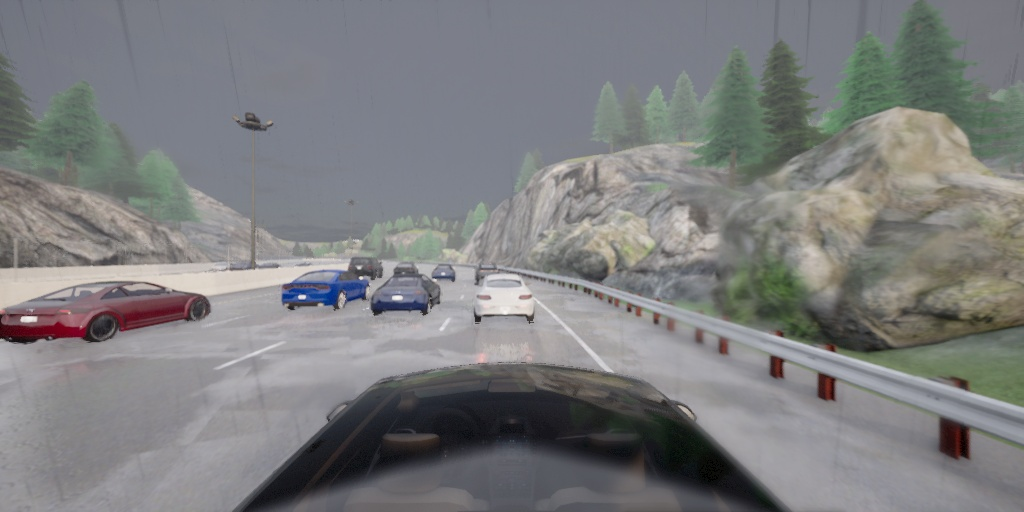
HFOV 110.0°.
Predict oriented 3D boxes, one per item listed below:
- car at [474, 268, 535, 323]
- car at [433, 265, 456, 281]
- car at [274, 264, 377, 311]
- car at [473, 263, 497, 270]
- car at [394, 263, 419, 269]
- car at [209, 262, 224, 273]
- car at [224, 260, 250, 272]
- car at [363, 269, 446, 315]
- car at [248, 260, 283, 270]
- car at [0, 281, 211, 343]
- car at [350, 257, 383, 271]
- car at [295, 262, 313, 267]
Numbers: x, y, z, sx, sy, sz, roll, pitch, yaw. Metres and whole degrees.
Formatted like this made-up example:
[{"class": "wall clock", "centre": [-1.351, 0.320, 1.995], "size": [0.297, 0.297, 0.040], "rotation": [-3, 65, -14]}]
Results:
[{"class": "car", "centre": [-0.319, 1.317, 12.240], "size": [1.812, 1.442, 4.674], "rotation": [0, 0, -3]}, {"class": "car", "centre": [-5.911, 1.441, 31.237], "size": [1.994, 1.385, 4.181], "rotation": [0, 0, -9]}, {"class": "car", "centre": [-7.511, 1.295, 15.013], "size": [1.882, 1.535, 5.008], "rotation": [0, 0, -4]}, {"class": "car", "centre": [-2.081, 1.352, 29.336], "size": [2.128, 1.511, 4.902], "rotation": [0, 0, -8]}, {"class": "car", "centre": [-9.817, 1.371, 33.376], "size": [1.882, 1.535, 5.008], "rotation": [0, 0, -10]}, {"class": "car", "centre": [-38.476, 1.539, 47.966], "size": [1.812, 1.442, 4.674], "rotation": [0, 0, -16]}, {"class": "car", "centre": [-34.409, 1.349, 46.267], "size": [2.097, 1.767, 4.553], "rotation": [0, 0, -15]}, {"class": "car", "centre": [-3.944, 1.370, 13.932], "size": [1.994, 1.385, 4.181], "rotation": [0, 0, -4]}, {"class": "car", "centre": [-30.386, 1.531, 44.915], "size": [2.033, 1.411, 5.357], "rotation": [0, 0, -14]}, {"class": "car", "centre": [-10.704, 1.369, 9.890], "size": [1.994, 1.385, 4.181], "rotation": [0, 0, -2]}, {"class": "car", "centre": [-13.198, 1.119, 32.539], "size": [2.150, 2.045, 5.566], "rotation": [0, 0, -10]}, {"class": "car", "centre": [-27.569, 1.552, 47.791], "size": [1.994, 1.385, 4.181], "rotation": [0, 0, -15]}]
